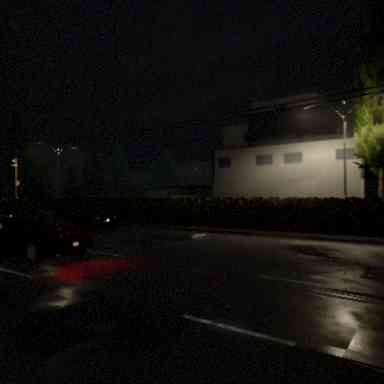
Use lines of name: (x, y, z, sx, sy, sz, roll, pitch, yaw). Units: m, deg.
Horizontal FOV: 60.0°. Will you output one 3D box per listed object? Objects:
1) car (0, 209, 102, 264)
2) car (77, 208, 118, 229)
car: (-5.868, 1.599, 12.474, 5.008, 1.535, 1.882, -1, 0, 36)
car: (-6.838, 1.748, 21.764, 4.181, 1.385, 1.994, -1, 0, 35)
